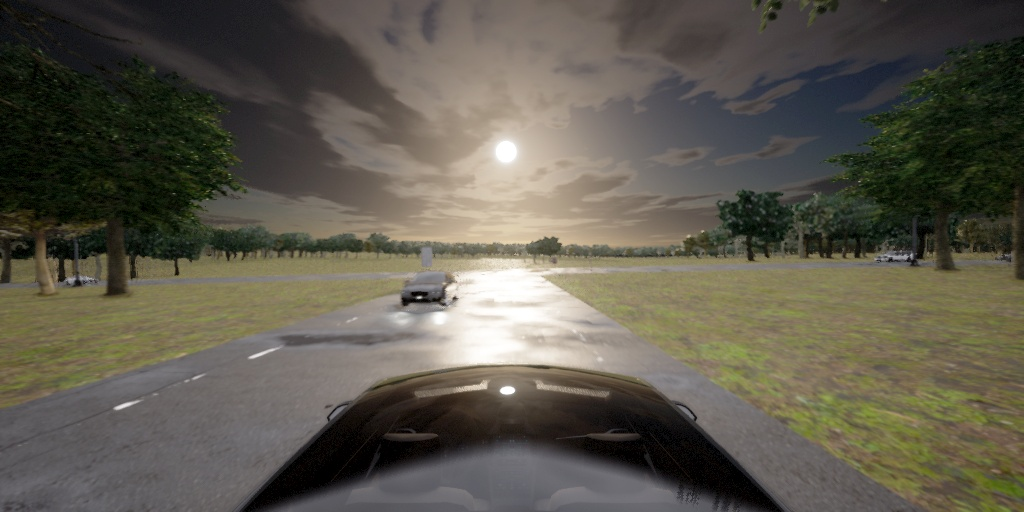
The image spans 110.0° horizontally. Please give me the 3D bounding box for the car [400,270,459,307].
[{"bbox_3d":[-3.593,1.396,16.307,1.837,1.490,4.892,0,-1,0],"label":"car"}]
